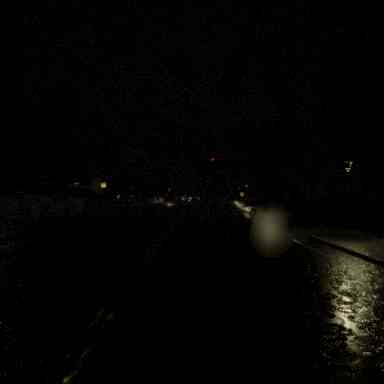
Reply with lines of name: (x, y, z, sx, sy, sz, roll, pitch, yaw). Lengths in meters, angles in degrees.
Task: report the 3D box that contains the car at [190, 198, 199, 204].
car: (0.621, 2.185, 84.421, 1.837, 1.490, 4.892, 0, -1, 5)
